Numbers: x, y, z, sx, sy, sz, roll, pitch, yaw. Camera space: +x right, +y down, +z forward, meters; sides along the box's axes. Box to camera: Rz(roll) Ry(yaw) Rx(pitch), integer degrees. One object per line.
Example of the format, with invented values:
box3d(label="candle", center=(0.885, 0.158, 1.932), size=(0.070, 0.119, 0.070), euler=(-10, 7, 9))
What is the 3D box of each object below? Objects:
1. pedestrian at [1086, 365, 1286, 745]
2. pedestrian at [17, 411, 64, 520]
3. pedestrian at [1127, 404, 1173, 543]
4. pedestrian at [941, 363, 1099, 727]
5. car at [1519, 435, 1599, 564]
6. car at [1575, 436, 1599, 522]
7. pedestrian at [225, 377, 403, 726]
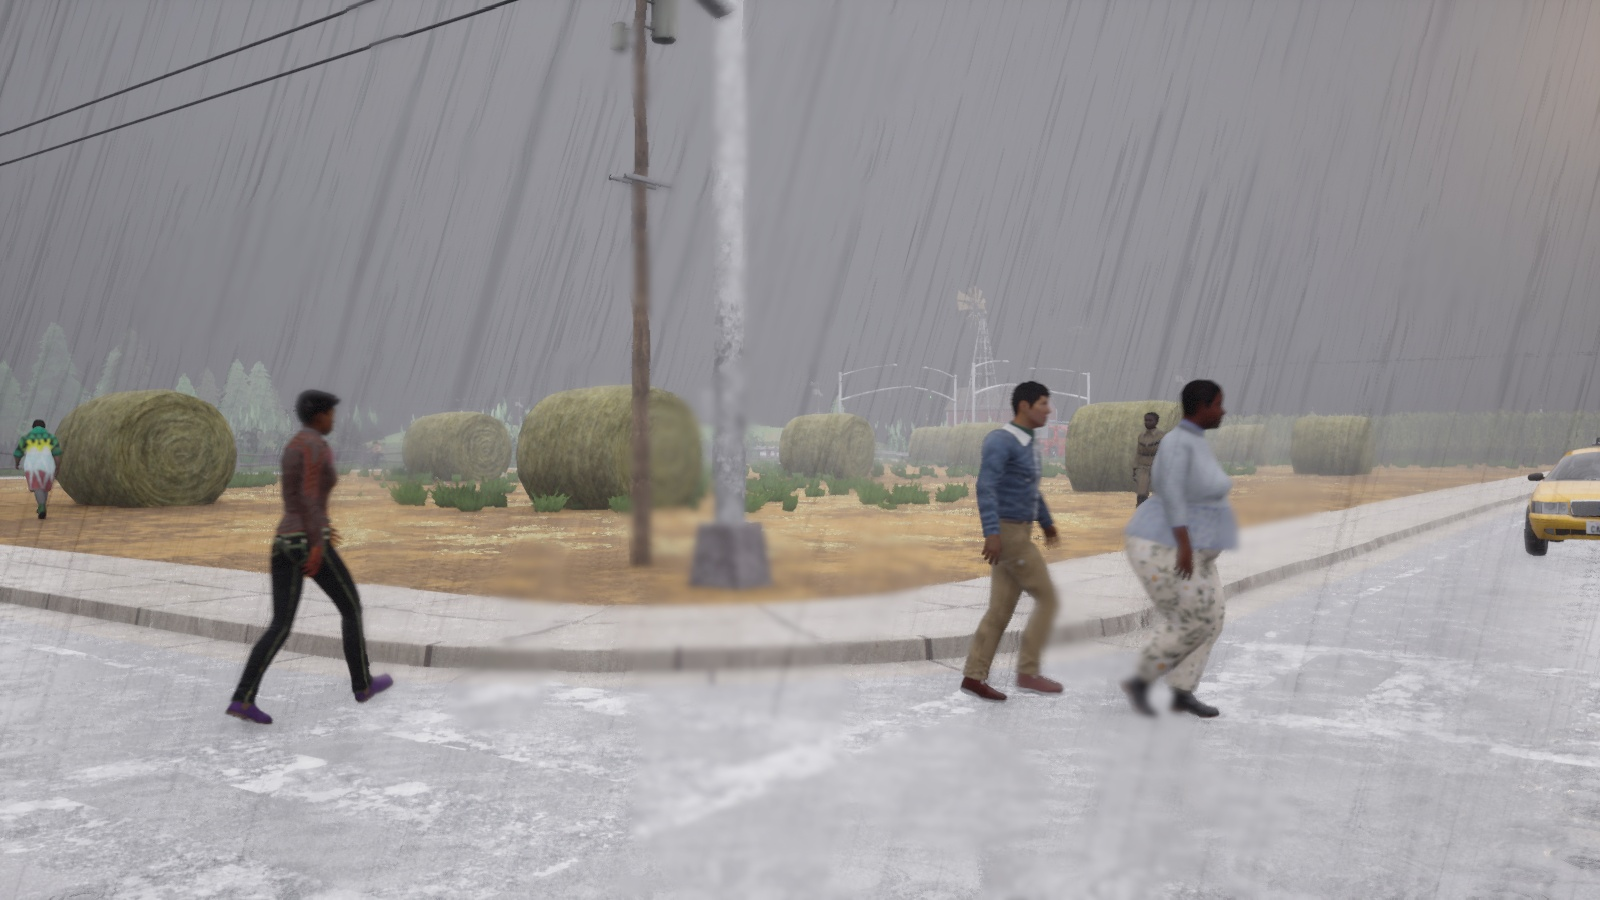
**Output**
box3d(label="pedestrian", center=(2.081, 0.510, 6.724), size=(0.900, 1.855, 0.874), euler=(0, 0, 26))
box3d(label="pedestrian", center=(-13.892, 0.275, 22.970), size=(0.659, 1.952, 0.873), euler=(0, 0, -37))
box3d(label="pedestrian", center=(4.952, 0.324, 17.767), size=(0.396, 1.930, 0.692), euler=(0, 0, 37))
box3d(label="pedestrian", center=(1.240, 0.507, 7.081), size=(0.788, 1.949, 0.423), euler=(0, 0, 26))
box3d(label="car", center=(11.402, 0.608, 17.591), size=(1.801, 1.575, 5.366), euler=(0, 0, 35))
box3d(label="car", center=(16.675, 0.546, 25.022), size=(1.851, 1.617, 3.988), euler=(0, 0, 35))
box3d(label="pedestrian", center=(-2.660, 0.523, 6.921), size=(0.328, 1.805, 0.869), euler=(0, 0, 38))
